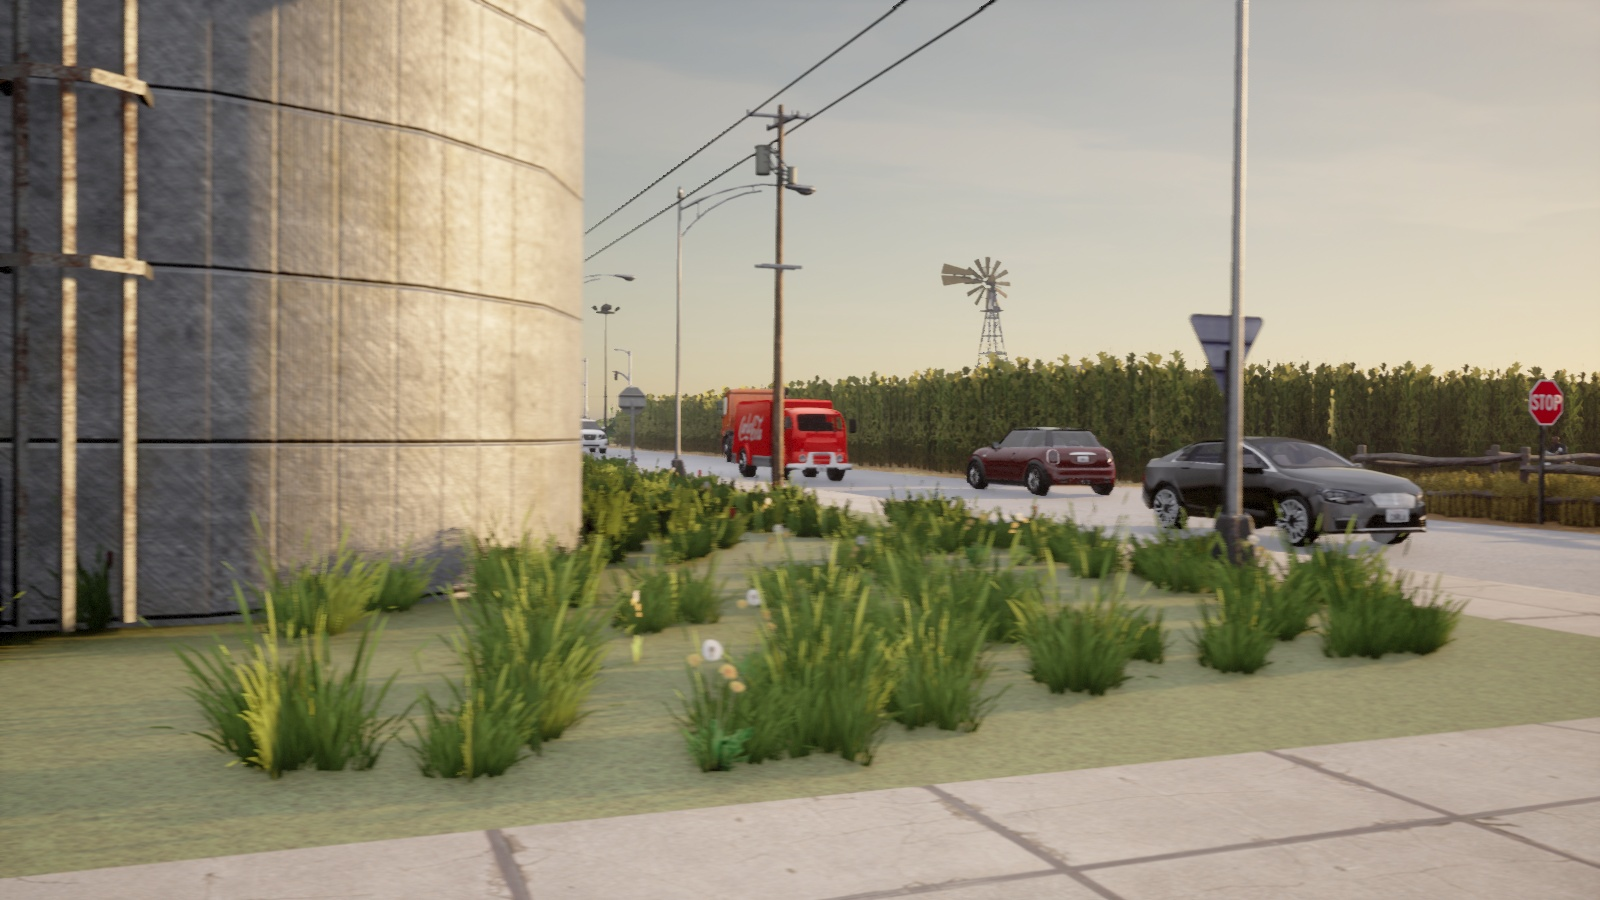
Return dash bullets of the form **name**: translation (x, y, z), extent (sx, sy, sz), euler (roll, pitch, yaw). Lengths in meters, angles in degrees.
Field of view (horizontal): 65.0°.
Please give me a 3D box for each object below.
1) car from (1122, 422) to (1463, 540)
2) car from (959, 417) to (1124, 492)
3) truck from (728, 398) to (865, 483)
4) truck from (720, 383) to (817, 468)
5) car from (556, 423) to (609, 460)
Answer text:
- **car**: translation (7.169, 0.368, 18.959), extent (2.128, 1.511, 4.902), euler (-1, 1, -19)
- **car**: translation (6.060, 0.068, 32.125), extent (2.097, 1.767, 4.553), euler (-1, 1, -20)
- **truck**: translation (-0.220, -0.323, 39.112), extent (2.627, 2.467, 5.204), euler (-1, 1, -20)
- **truck**: translation (-1.534, -1.065, 55.143), extent (2.891, 3.462, 7.936), euler (-1, 1, -11)
- **car**: translation (-12.802, -0.548, 73.650), extent (2.150, 2.045, 5.566), euler (-1, 2, -20)
